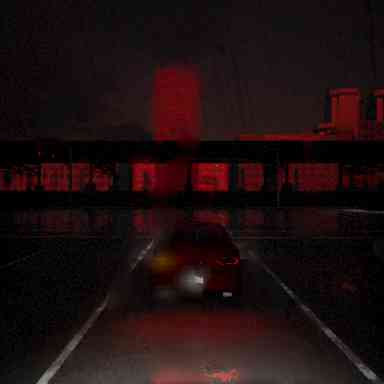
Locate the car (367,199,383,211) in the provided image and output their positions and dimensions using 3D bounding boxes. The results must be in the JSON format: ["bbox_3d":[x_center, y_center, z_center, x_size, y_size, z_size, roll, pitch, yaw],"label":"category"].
[{"bbox_3d":[22.714,1.403,38.390,4.674,1.442,1.812,-1,0,1],"label":"car"}]

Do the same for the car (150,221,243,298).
[{"bbox_3d":[0.091,1.478,8.592,1.882,1.535,5.008,0,0,0],"label":"car"}]
